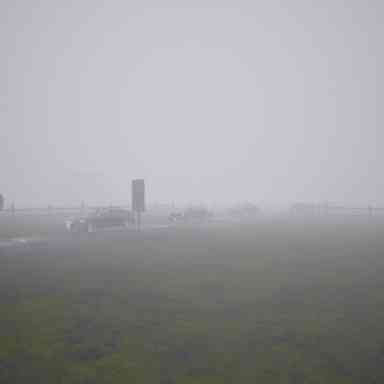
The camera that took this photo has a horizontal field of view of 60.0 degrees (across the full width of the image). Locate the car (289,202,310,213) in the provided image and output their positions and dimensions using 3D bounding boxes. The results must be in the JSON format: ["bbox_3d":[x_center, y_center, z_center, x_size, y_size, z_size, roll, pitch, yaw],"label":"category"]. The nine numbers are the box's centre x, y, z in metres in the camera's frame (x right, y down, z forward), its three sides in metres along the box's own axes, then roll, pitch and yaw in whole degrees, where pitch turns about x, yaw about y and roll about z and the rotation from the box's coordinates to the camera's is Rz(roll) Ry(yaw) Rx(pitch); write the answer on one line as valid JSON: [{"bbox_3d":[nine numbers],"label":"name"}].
[{"bbox_3d":[14.592,2.057,44.732,1.837,1.490,4.892,-1,-1,35],"label":"car"}]

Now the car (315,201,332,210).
[{"bbox_3d":[21.863,2.254,55.041,2.033,1.411,5.357,-1,-1,36],"label":"car"}]

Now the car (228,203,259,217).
[{"bbox_3d":[5.851,1.945,37.455,1.882,1.535,5.008,-1,-1,35],"label":"car"}]

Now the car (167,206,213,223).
[{"bbox_3d":[-0.101,1.941,29.041,1.895,1.301,4.718,-1,-1,35],"label":"car"}]

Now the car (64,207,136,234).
[{"bbox_3d":[-5.696,1.712,21.119,2.128,1.511,4.902,-1,-1,35],"label":"car"}]
